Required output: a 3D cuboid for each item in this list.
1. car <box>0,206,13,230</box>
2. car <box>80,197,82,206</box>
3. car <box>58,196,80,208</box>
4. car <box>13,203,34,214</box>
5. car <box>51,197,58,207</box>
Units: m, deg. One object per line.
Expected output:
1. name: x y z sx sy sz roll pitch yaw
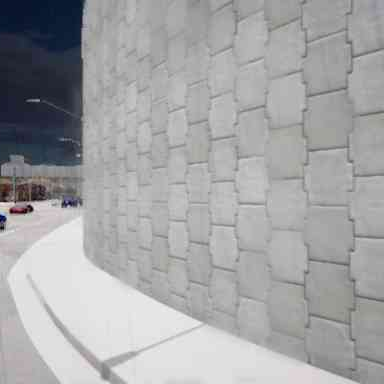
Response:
1. car: -12.718 1.731 20.219 1.882 1.535 5.008 0 0 -16
2. car: -24.276 1.781 69.661 2.150 2.045 5.566 0 0 -13
3. car: -21.979 1.850 59.530 2.150 2.045 5.566 0 0 -13
4. car: -21.544 2.056 42.257 1.994 1.385 4.181 0 0 -13
5. car: -27.787 1.974 69.321 2.150 2.045 5.566 0 0 -13
